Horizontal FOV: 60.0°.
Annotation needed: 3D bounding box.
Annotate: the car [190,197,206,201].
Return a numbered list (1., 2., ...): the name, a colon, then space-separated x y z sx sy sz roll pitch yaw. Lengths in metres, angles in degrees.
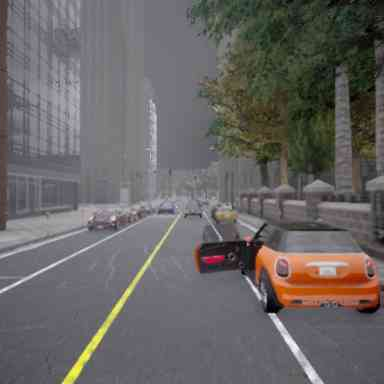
1. car: 0.469 1.885 48.091 2.097 1.767 4.553 0 -1 6

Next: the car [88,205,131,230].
1. car: -5.726 1.696 22.864 1.967 1.590 4.097 0 -1 0

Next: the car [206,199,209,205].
1. car: 2.880 2.298 76.646 1.967 1.590 4.097 0 -1 0

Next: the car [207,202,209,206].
1. car: 2.816 1.937 33.765 1.947 1.339 4.313 0 -1 0

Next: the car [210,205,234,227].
1. car: 2.808 1.838 28.479 1.752 1.417 4.829 0 -1 0

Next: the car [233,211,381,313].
1. car: 2.400 1.438 8.004 2.097 1.767 4.553 0 -1 0

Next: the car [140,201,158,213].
1. car: -5.693 2.023 44.519 1.752 1.417 4.829 0 -1 0

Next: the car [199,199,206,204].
1. car: 2.905 2.598 92.956 2.008 1.369 4.403 0 -1 0

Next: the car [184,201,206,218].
1. car: 0.120 1.930 34.666 2.033 1.411 5.357 0 -1 0

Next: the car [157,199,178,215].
1. car: -3.001 1.921 39.845 1.882 1.535 5.008 0 -1 1

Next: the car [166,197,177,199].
1. car: -5.637 2.242 82.097 2.192 1.841 5.009 0 -1 0

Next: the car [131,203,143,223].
1. car: -5.718 1.868 28.319 2.008 1.369 4.403 0 -1 0

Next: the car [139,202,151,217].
1. car: -5.710 1.922 33.776 1.887 1.381 4.507 0 -1 0

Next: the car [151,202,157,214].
1. car: -5.702 1.879 39.234 1.967 1.590 4.097 0 -1 0
